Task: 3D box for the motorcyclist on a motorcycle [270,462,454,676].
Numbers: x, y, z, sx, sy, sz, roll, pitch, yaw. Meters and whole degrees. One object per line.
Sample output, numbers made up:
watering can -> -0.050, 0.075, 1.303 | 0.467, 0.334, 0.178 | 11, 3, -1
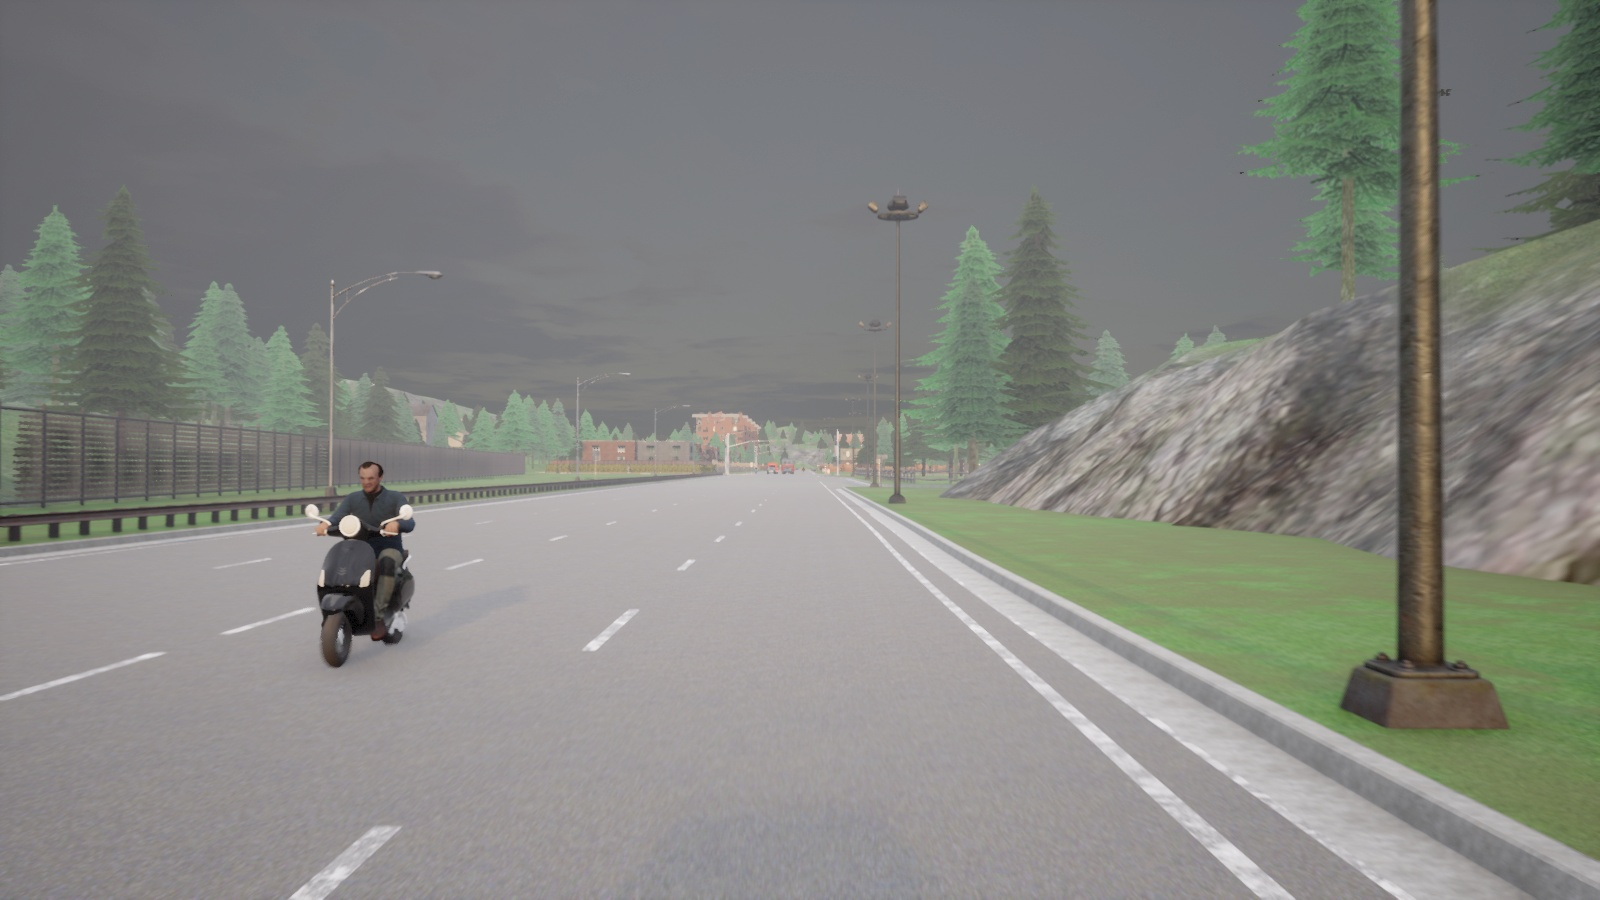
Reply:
motorcyclist on a motorcycle -> -3.525, 0.915, 10.293 | 0.866, 1.590, 1.817 | 0, -2, 0
